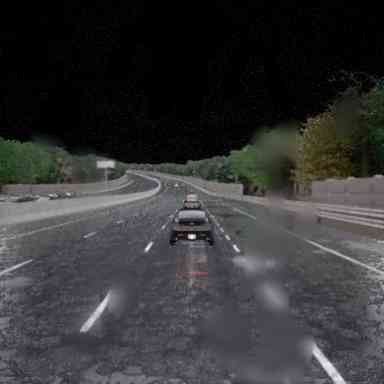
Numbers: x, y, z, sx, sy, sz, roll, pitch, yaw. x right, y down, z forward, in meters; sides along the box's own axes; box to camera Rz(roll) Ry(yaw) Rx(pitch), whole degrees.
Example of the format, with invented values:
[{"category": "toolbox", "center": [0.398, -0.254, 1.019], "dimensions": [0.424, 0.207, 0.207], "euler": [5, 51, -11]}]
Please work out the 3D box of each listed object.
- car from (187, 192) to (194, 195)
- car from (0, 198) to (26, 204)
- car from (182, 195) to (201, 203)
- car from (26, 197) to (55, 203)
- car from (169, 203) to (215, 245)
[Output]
[{"category": "car", "center": [-0.012, 1.166, 57.957], "dimensions": [1.882, 1.535, 5.008], "euler": [0, 1, 0]}, {"category": "car", "center": [-21.074, 1.404, 39.600], "dimensions": [2.033, 1.411, 5.357], "euler": [0, 0, 0]}, {"category": "car", "center": [-0.008, 1.367, 36.686], "dimensions": [2.128, 1.511, 4.902], "euler": [0, 0, 0]}, {"category": "car", "center": [-17.577, 1.380, 39.942], "dimensions": [1.812, 1.442, 4.674], "euler": [0, 0, 0]}, {"category": "car", "center": [-0.005, 1.482, 15.421], "dimensions": [1.837, 1.490, 4.892], "euler": [0, 0, 0]}]
